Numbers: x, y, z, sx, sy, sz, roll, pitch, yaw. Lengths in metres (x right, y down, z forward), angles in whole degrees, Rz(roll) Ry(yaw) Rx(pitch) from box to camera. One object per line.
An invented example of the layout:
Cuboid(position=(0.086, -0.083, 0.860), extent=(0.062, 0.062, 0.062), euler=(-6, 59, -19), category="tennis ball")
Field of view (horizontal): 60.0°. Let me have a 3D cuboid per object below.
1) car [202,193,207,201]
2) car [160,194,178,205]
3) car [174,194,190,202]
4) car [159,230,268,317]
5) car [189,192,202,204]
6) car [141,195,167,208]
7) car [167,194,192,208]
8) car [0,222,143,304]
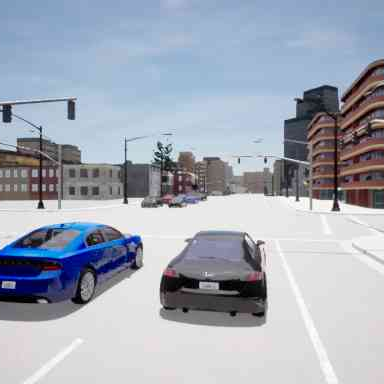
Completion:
Cuboid(position=(1.890, 1.052, 66.101), extent=(1.837, 1.490, 4.892), euler=(0, 1, 12), category="car")
Cuboid(position=(-3.781, 1.226, 55.464), extent=(1.882, 1.535, 5.008), euler=(0, 1, 11), category="car")
Cuboid(position=(-1.872, 1.125, 65.114), extent=(2.033, 1.411, 5.357), euler=(0, 1, 11), category="car")
Cuboid(position=(0.692, 1.564, 7.624), extent=(1.994, 1.385, 4.181), euler=(0, 0, 12), category="car")
Cuboid(position=(-0.072, 1.249, 56.279), extent=(1.812, 1.442, 4.674), euler=(0, 1, 11), category="car")
Cuboid(position=(-5.545, 1.230, 46.498), extent=(2.097, 1.767, 4.553), euler=(0, 1, 11), category="car")
Cuboid(position=(-1.909, 1.409, 46.874), extent=(2.033, 1.411, 5.357), euler=(0, 1, 11), category="car")
Cuboid(position=(-2.745, 1.478, 8.271), extent=(1.882, 1.535, 5.008), euler=(0, 0, 11), category="car")
